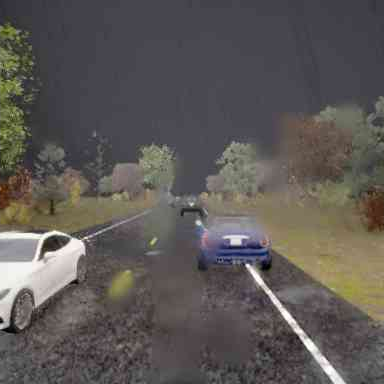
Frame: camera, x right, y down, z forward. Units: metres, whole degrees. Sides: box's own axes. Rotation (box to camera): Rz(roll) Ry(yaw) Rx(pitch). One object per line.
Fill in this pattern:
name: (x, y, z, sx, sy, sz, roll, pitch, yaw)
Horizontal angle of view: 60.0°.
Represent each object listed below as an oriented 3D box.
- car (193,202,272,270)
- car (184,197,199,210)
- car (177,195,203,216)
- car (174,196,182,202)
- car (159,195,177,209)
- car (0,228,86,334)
car: (1.201, 1.384, 11.243, 2.097, 1.767, 4.553, 0, 0, 0)
car: (-0.077, 1.557, 47.778, 2.097, 1.767, 4.553, 0, 0, 0)
car: (-0.031, 1.340, 33.611, 2.150, 2.045, 5.566, 0, -1, 0)
car: (-3.694, 1.770, 86.265, 1.882, 1.535, 5.008, 0, 0, 0)
car: (-3.687, 1.443, 50.168, 2.150, 2.045, 5.566, 0, -1, 0)
car: (-3.615, 1.546, 6.925, 1.812, 1.442, 4.674, 0, 0, 0)
